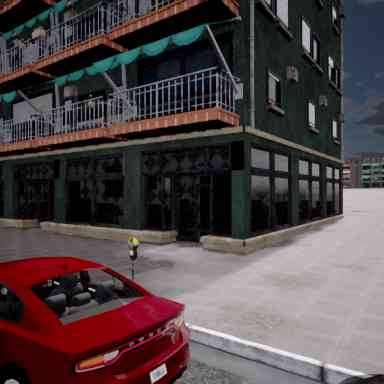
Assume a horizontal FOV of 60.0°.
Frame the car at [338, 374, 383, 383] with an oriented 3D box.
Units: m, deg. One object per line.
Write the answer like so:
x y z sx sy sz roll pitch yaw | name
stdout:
2.469 1.566 1.122 4.313 1.339 1.947 0 0 35 | car

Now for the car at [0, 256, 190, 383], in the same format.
-2.128 1.545 4.383 4.507 1.381 1.887 0 0 35 | car
